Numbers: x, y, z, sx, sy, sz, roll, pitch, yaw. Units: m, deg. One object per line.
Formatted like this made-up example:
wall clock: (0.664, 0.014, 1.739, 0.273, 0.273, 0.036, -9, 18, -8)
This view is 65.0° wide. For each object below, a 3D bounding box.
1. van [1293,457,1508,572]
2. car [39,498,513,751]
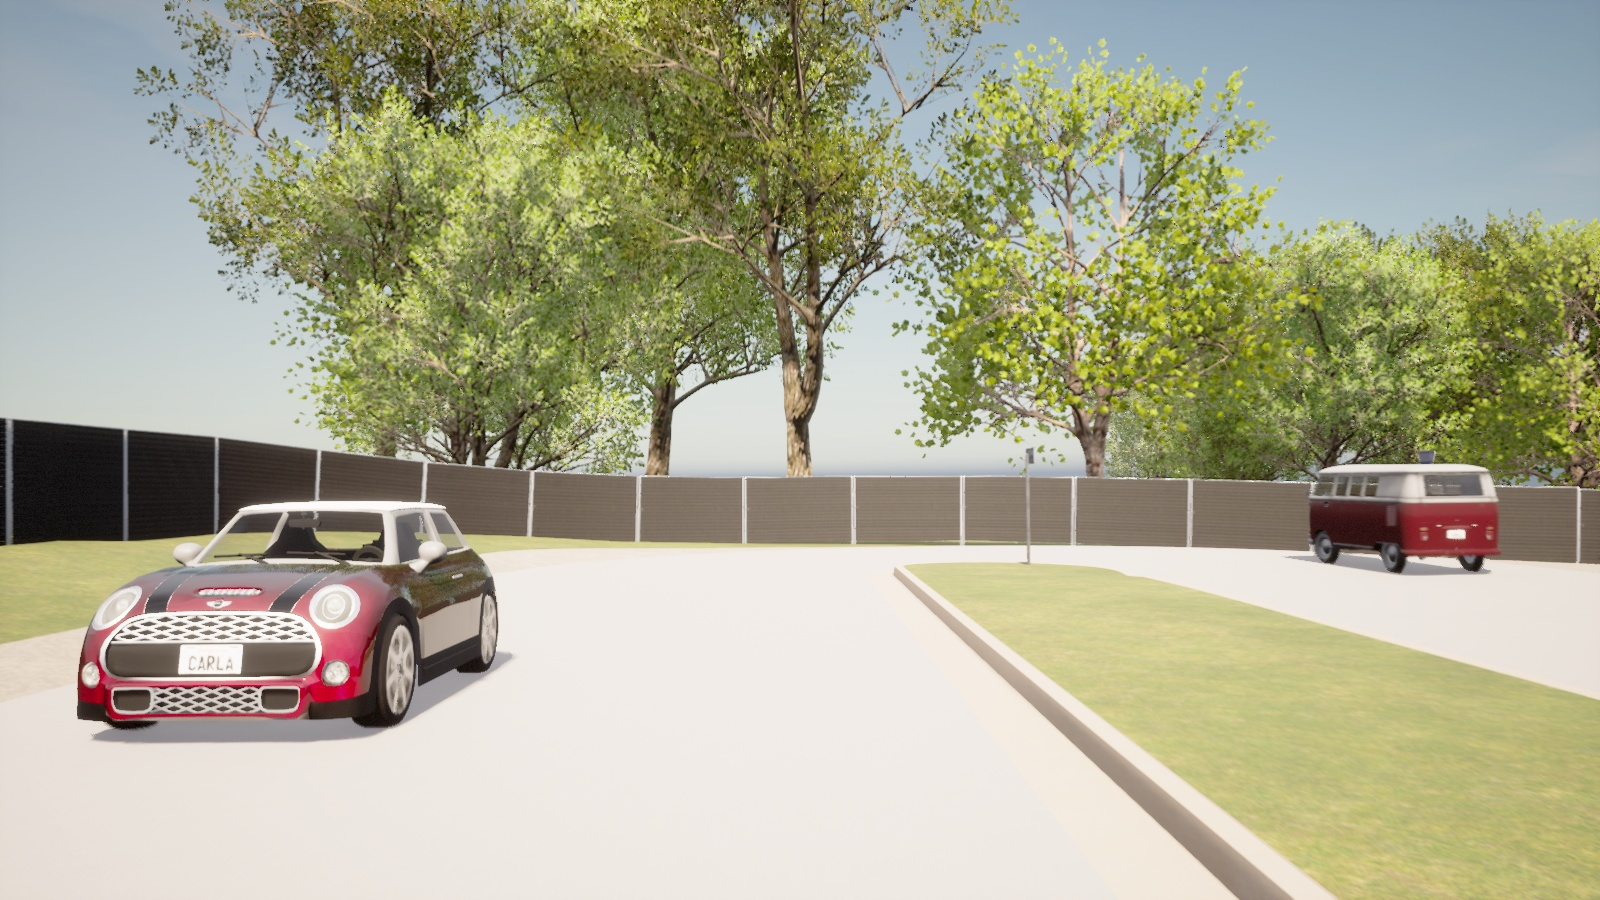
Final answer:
van: (11.435, 1.178, 24.316, 1.775, 1.987, 4.442, -1, -1, -3)
car: (-3.568, 1.112, 9.412, 1.970, 1.475, 3.806, -1, -2, 0)
